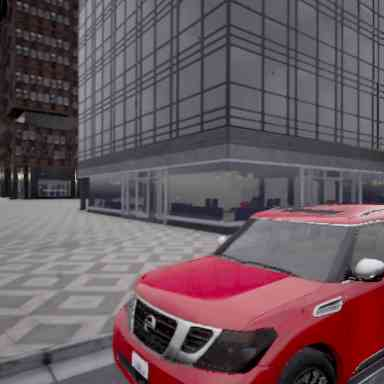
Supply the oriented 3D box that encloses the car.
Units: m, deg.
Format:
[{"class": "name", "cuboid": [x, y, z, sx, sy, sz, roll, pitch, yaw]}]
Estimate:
[{"class": "car", "cuboid": [1.773, 1.230, 4.645, 5.566, 2.045, 2.150, 0, 0, -36]}]
